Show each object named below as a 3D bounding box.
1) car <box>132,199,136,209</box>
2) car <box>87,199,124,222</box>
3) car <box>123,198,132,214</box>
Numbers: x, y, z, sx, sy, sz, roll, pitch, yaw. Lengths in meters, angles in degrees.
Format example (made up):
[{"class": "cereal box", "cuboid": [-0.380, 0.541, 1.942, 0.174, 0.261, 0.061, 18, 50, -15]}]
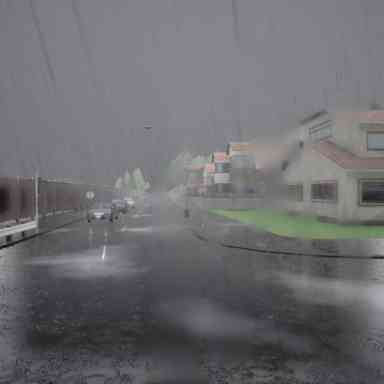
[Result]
[{"class": "car", "cuboid": [-8.797, 1.525, 45.542, 1.812, 1.442, 4.674, 0, 0, -5]}, {"class": "car", "cuboid": [-6.883, 1.491, 26.033, 2.128, 1.511, 4.902, 0, 0, -5]}, {"class": "car", "cuboid": [-7.805, 1.504, 35.407, 1.837, 1.490, 4.892, 0, 0, -5]}]
